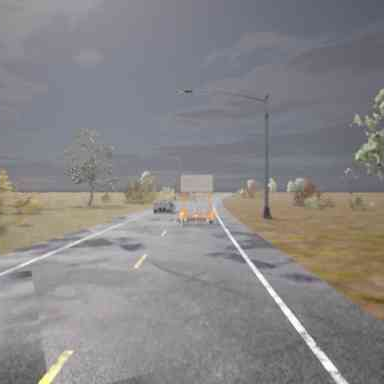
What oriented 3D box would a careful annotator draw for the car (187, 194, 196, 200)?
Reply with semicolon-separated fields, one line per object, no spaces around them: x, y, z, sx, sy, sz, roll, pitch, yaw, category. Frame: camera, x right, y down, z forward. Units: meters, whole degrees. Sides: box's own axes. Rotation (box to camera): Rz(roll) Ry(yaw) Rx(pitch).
-0.018;1.310;75.902;2.128;1.511;4.902;0;0;5;car

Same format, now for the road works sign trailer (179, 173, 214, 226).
0.341;0.449;23.426;2.380;3.560;2.880;0;0;2;road works sign trailer

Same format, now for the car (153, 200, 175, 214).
-2.827;1.539;34.513;1.994;1.385;4.181;0;0;3;car
